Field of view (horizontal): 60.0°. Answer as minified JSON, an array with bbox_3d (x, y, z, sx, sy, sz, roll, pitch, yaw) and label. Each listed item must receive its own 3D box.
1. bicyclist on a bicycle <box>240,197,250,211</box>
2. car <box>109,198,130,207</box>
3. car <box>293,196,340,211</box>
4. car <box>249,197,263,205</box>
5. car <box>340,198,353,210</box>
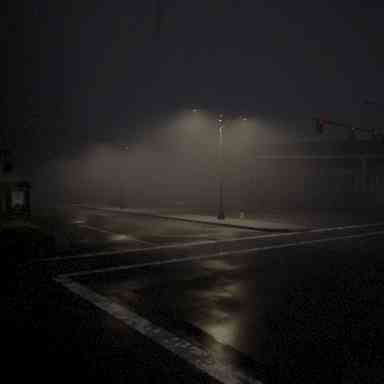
[{"bbox_3d":[6.271,1.430,39.743,1.656,1.620,0.582,-6,-7,-37],"label":"bicyclist on a bicycle"},{"bbox_3d":[-11.145,1.564,50.702,1.994,1.385,4.181,0,0,-35],"label":"car"},{"bbox_3d":[13.850,1.295,38.107,2.242,1.667,4.611,0,0,-35],"label":"car"},{"bbox_3d":[12.005,1.564,61.129,1.994,1.385,4.181,0,0,29],"label":"car"},{"bbox_3d":[18.112,1.456,42.034,1.970,1.475,3.806,0,0,-35],"label":"car"}]
